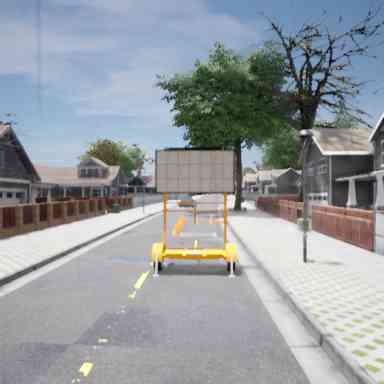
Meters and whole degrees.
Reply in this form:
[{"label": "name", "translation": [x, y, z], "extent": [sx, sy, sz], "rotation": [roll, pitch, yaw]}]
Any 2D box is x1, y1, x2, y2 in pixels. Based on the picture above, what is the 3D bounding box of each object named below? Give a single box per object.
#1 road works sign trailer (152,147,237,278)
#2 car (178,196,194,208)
[{"label": "road works sign trailer", "translation": [0.097, 0.448, 10.144], "extent": [2.380, 3.560, 2.880], "rotation": [0, 0, 2]}, {"label": "car", "translation": [-0.721, 1.347, 44.634], "extent": [1.837, 1.490, 4.892], "rotation": [0, 0, 5]}]
